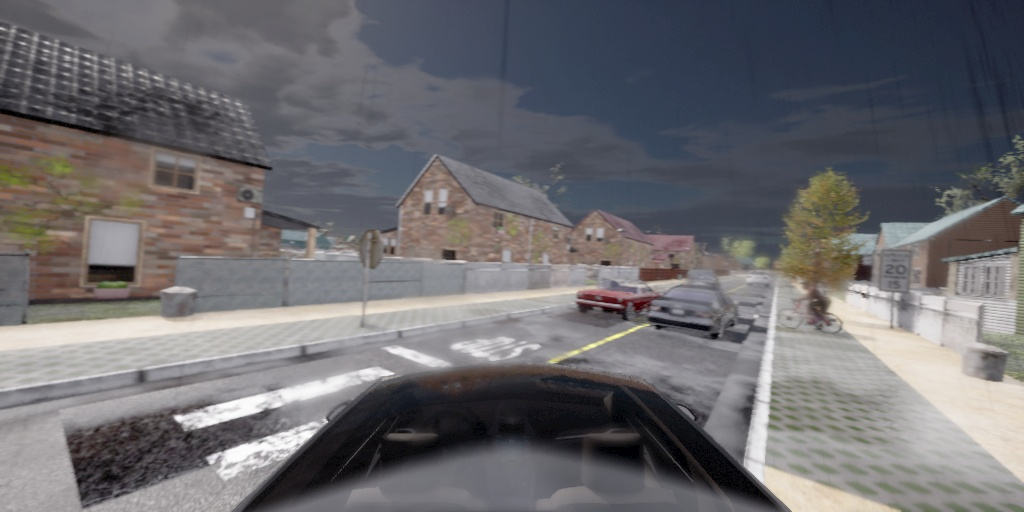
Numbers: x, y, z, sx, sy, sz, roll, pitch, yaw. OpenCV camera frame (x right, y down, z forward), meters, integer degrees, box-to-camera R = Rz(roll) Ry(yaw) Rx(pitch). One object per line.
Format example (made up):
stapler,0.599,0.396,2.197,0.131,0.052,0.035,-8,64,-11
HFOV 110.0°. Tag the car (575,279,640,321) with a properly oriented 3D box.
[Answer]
car,4.263,1.587,14.022,1.895,1.301,4.718,4,0,37

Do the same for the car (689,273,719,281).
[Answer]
car,16.060,2.200,29.870,2.128,1.511,4.902,4,0,37

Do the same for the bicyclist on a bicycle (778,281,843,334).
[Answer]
bicyclist on a bicycle,9.733,1.662,11.711,1.656,1.620,0.582,5,1,37

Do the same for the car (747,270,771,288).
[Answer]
car,31.784,2.906,46.127,2.150,2.045,5.566,4,0,38

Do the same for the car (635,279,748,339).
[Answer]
car,6.085,1.665,11.742,2.033,1.411,5.357,4,0,39
